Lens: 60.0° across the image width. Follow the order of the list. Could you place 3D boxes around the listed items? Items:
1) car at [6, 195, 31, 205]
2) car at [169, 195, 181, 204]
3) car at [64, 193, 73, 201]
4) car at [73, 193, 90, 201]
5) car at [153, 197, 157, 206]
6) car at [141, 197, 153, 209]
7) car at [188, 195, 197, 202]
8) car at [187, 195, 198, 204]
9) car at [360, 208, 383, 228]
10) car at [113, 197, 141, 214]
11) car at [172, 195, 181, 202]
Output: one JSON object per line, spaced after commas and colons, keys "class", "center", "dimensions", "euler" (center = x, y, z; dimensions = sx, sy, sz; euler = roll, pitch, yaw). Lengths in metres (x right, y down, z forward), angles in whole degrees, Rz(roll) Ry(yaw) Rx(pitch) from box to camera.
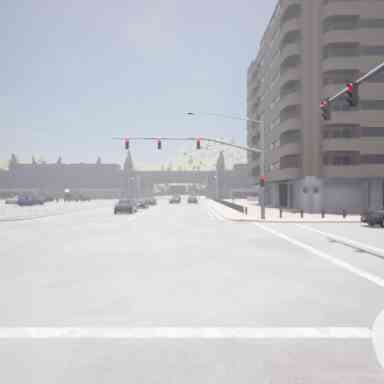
{"class": "car", "center": [-30.119, 1.399, 57.203], "dimensions": [1.970, 1.475, 3.806], "euler": [0, 0, 0]}
{"class": "car", "center": [-3.398, 1.604, 64.230], "dimensions": [1.895, 1.301, 4.718], "euler": [0, 0, 0]}
{"class": "car", "center": [-27.324, 1.160, 74.656], "dimensions": [1.905, 1.878, 3.866], "euler": [0, 0, 0]}
{"class": "car", "center": [-24.430, 1.157, 74.587], "dimensions": [1.932, 1.855, 4.605], "euler": [0, 0, 0]}
{"class": "car", "center": [-6.986, 1.567, 55.572], "dimensions": [1.994, 1.385, 4.181], "euler": [0, 0, 1]}
{"class": "car", "center": [-7.015, 1.493, 45.044], "dimensions": [2.128, 1.511, 4.902], "euler": [0, 0, 0]}
{"class": "car", "center": [0.117, 1.401, 73.171], "dimensions": [2.033, 1.411, 5.357], "euler": [0, 0, 0]}
{"class": "car", "center": [0.102, 1.567, 64.193], "dimensions": [1.994, 1.385, 4.181], "euler": [0, 0, 0]}
{"class": "car", "center": [13.164, 1.451, 20.835], "dimensions": [4.892, 1.490, 1.837], "euler": [0, 0, 0]}
{"class": "car", "center": [-7.033, 1.507, 35.518], "dimensions": [1.837, 1.490, 4.892], "euler": [0, 0, 0]}
{"class": "car", "center": [-3.383, 1.361, 73.176], "dimensions": [1.837, 1.490, 4.892], "euler": [0, 0, 0]}
